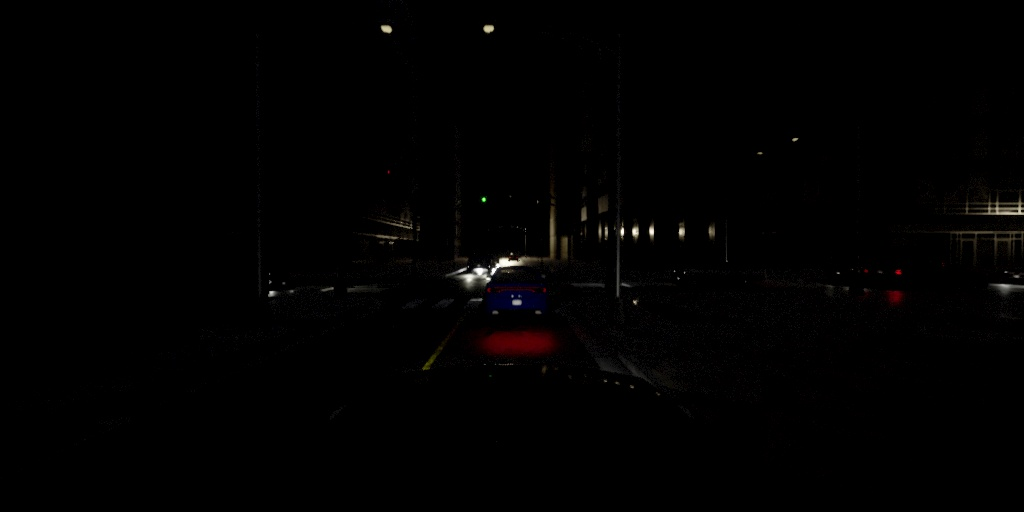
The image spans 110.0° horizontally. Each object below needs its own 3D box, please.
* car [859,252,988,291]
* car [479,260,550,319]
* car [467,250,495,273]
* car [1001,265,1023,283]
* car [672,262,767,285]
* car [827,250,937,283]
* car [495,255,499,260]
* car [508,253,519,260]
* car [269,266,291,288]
[{"bbox_3d":[20.710,0.825,18.079,4.553,1.767,2.097,0,1,0],"label":"car"},{"bbox_3d":[0.140,1.055,12.065,1.882,1.535,5.008,0,1,0],"label":"car"},{"bbox_3d":[-2.970,0.445,33.877,2.150,2.045,5.566,0,1,-2],"label":"car"},{"bbox_3d":[32.176,0.936,21.208,4.674,1.442,1.812,0,1,0],"label":"car"},{"bbox_3d":[12.129,1.031,21.293,4.718,1.301,1.895,0,1,3],"label":"car"},{"bbox_3d":[22.080,0.646,21.256,5.566,2.045,2.150,0,1,-1],"label":"car"},{"bbox_3d":[-2.922,0.666,43.772,1.895,1.301,4.718,0,1,1],"label":"car"},{"bbox_3d":[0.254,0.309,62.980,2.033,1.411,5.357,0,1,0],"label":"car"},{"bbox_3d":[-13.837,0.805,18.201,4.553,1.767,2.097,0,1,-1],"label":"car"}]
